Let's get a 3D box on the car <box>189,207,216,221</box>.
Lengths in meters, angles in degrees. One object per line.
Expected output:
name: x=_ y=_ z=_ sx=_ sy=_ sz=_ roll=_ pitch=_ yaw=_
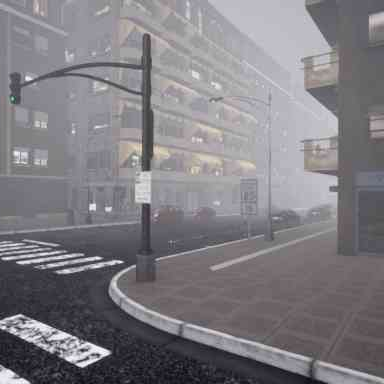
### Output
car: x=0.829 y=2.063 z=32.220 sx=1.802 sy=1.307 sz=4.206 roll=-1 pitch=-1 yaw=35

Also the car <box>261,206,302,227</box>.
car: x=7.655 y=2.095 z=27.476 sx=1.947 sy=1.339 sz=4.313 roll=-1 pitch=-2 yaw=35

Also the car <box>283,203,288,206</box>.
car: x=13.682 y=2.404 z=50.722 sx=1.752 sy=1.417 sz=4.829 roll=-1 pitch=-1 yaw=35

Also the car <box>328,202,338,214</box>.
car: x=20.704 y=2.458 z=46.257 sx=1.752 sy=1.417 sz=4.829 roll=-1 pitch=-2 yaw=35

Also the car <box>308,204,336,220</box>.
car: x=14.131 y=2.295 z=36.796 sx=1.947 sy=1.339 sz=4.313 roll=-1 pitch=-2 yaw=35

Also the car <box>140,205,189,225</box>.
car: x=-2.409 y=1.821 z=27.563 sx=1.967 sy=1.590 sz=4.097 roll=-1 pitch=-1 yaw=35

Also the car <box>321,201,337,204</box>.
car: x=20.266 y=2.494 z=50.085 sx=1.812 sy=1.442 sz=4.674 roll=0 pitch=-1 yaw=35

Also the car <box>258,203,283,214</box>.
car: x=10.541 y=2.326 z=46.201 sx=1.887 sy=1.381 sz=4.507 roll=-1 pitch=-1 yaw=35

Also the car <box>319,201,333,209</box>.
car: x=29.934 y=2.821 z=74.187 sx=1.967 sy=1.590 sz=4.097 roll=-1 pitch=-1 yaw=35
